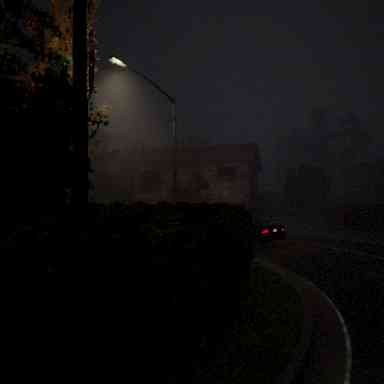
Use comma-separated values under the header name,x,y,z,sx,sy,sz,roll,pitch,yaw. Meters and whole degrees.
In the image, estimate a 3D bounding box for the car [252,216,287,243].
name,x,y,z,sx,sy,sz,roll,pitch,yaw
car,2.169,1.842,16.965,2.033,1.411,5.357,0,-1,-39
